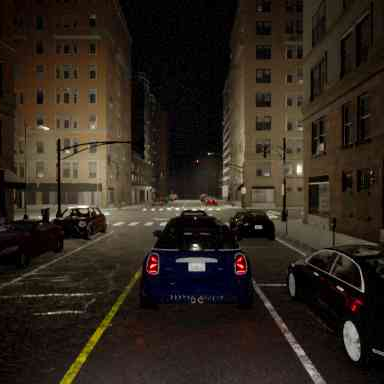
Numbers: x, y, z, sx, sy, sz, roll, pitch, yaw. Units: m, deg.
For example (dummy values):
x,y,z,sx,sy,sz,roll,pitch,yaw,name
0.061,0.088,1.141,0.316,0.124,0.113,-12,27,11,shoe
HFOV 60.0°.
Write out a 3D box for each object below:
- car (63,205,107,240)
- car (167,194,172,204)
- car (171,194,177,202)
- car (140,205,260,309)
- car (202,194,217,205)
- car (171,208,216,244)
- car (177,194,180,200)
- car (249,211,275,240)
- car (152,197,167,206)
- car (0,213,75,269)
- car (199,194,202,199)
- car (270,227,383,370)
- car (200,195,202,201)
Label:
x,y,z,sx,sy,sz,roll,pitch,yaw,name
-5.626,1.441,16.562,1.967,1.590,4.097,0,0,0,car
-5.440,1.606,64.481,2.008,1.369,4.403,0,0,0,car
-5.368,1.625,80.537,1.752,1.417,4.829,0,0,0,car
0.100,1.352,8.027,2.097,1.767,4.553,0,0,0,car
3.034,1.475,53.628,1.967,1.590,4.097,0,0,0,car
0.089,1.564,16.610,1.994,1.385,4.181,0,0,1,car
-5.319,1.456,91.525,2.192,1.841,5.009,0,0,0,car
2.899,1.566,16.538,1.947,1.339,4.313,0,0,0,car
-5.490,1.617,53.665,1.802,1.307,4.206,0,0,0,car
-5.641,1.582,11.061,1.802,1.307,4.206,0,0,0,car
3.133,1.523,75.264,1.967,1.590,4.097,0,0,0,car
2.869,1.551,5.536,2.008,1.369,4.403,0,0,0,car
3.084,1.606,64.446,2.008,1.369,4.403,0,0,0,car
